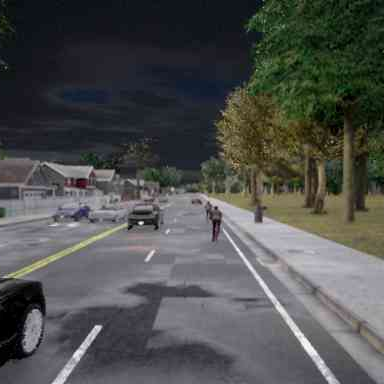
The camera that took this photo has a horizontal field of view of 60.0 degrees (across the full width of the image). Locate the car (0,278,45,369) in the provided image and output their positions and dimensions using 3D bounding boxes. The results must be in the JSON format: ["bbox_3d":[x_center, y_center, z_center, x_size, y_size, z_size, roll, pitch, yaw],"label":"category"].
[{"bbox_3d":[-3.114,1.478,2.945,1.882,1.535,5.008,0,0,1],"label":"car"}]

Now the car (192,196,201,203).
[{"bbox_3d":[0.930,1.636,74.521,1.895,1.301,4.718,0,0,1],"label":"car"}]

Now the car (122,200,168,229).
[{"bbox_3d":[-2.882,1.510,21.449,1.837,1.490,4.892,0,0,1],"label":"car"}]

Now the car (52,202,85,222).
[{"bbox_3d":[-9.515,1.533,26.762,1.812,1.442,4.674,0,0,1],"label":"car"}]

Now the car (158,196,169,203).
[{"bbox_3d":[-5.693,1.539,66.360,1.837,1.490,4.892,0,0,1],"label":"car"}]

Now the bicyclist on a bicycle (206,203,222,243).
[{"bbox_3d":[1.083,1.456,14.871,0.582,1.620,1.656,0,0,1],"label":"bicyclist on a bicycle"}]

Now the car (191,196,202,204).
[{"bbox_3d":[0.876,1.563,62.717,1.812,1.442,4.674,0,-1,2],"label":"car"}]

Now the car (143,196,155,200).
[{"bbox_3d":[-8.890,1.516,68.962,1.882,1.535,5.008,0,0,1],"label":"car"}]

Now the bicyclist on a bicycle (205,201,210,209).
[{"bbox_3d":[1.195,1.460,23.875,0.582,1.620,1.656,0,0,1],"label":"bicyclist on a bicycle"}]

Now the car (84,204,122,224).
[{"bbox_3d":[-6.286,1.608,25.219,1.895,1.301,4.718,0,0,1],"label":"car"}]
